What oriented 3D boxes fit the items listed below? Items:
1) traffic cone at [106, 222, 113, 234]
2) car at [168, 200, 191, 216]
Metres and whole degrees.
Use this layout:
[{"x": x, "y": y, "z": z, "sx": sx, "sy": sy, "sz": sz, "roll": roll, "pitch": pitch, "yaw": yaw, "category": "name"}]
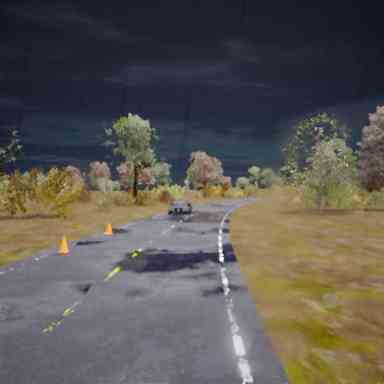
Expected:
[{"x": -4.278, "y": 1.874, "z": 17.206, "sx": 0.340, "sy": 0.580, "sz": 0.340, "roll": 0, "pitch": 0, "yaw": 5, "category": "traffic cone"}, {"x": -1.100, "y": 1.429, "z": 31.251, "sx": 1.994, "sy": 1.385, "sz": 4.181, "roll": 0, "pitch": 0, "yaw": 3, "category": "car"}]
